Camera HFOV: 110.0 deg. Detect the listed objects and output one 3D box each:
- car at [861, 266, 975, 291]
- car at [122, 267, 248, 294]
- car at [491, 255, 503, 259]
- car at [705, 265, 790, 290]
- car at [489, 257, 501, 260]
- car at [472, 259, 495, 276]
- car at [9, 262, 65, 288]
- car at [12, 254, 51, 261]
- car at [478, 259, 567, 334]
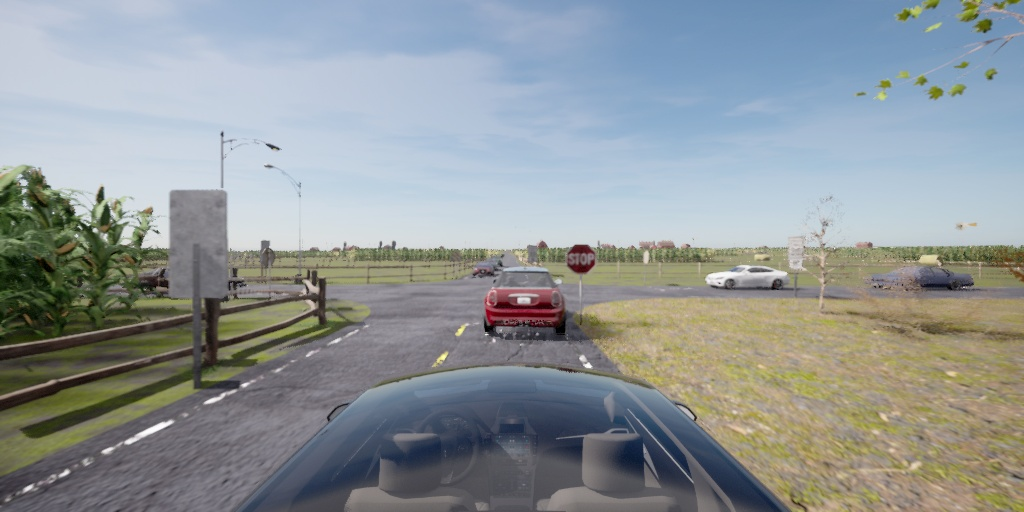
[{"bbox_3d":[25.063,1.359,22.208,5.357,1.411,2.033,0,0,0],"label":"car"},{"bbox_3d":[-17.382,1.245,19.174,5.357,1.411,2.033,0,0,0],"label":"car"},{"bbox_3d":[-2.774,0.873,62.158,2.150,2.045,5.566,0,0,0],"label":"car"},{"bbox_3d":[14.516,1.307,22.187,4.674,1.442,1.812,0,0,0],"label":"car"},{"bbox_3d":[-2.826,1.201,47.079,1.837,1.490,4.892,0,0,0],"label":"car"},{"bbox_3d":[-2.828,1.285,35.950,1.994,1.385,4.181,0,0,-2],"label":"car"},{"bbox_3d":[-27.462,1.213,19.151,5.357,1.411,2.033,0,0,0],"label":"car"},{"bbox_3d":[-31.232,0.861,22.082,5.566,2.045,2.150,0,0,0],"label":"car"},{"bbox_3d":[0.462,1.101,10.807,2.097,1.767,4.553,0,0,5],"label":"car"}]
